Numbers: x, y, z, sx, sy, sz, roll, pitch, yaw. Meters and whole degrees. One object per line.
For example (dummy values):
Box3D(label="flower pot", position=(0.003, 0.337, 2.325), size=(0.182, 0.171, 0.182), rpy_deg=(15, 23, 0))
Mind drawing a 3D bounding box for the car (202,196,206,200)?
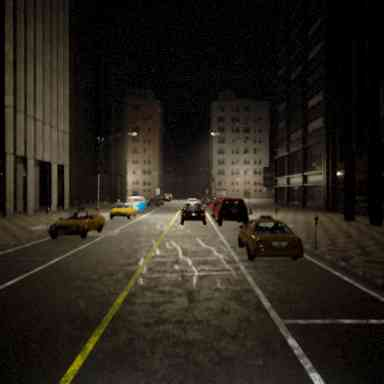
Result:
Box3D(label="car", position=(2.671, 1.573, 45.849), size=(2.008, 1.369, 4.403), rpy_deg=(0, 0, 0))

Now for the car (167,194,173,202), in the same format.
Box3D(label="car", position=(-5.852, 1.559, 74.072), size=(1.947, 1.339, 4.313), rpy_deg=(0, 0, 0))

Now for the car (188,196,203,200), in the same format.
Box3D(label="car", position=(0.104, 1.550, 43.009), size=(1.812, 1.442, 4.674), rpy_deg=(0, 0, 0))

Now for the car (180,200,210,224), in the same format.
Box3D(label="car", position=(0.101, 1.569, 25.114), size=(2.033, 1.411, 5.357), rpy_deg=(0, 0, 0))

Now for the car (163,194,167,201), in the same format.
Box3D(label="car", position=(-5.854, 1.453, 57.153), size=(1.967, 1.590, 4.097), rpy_deg=(0, 0, 0))

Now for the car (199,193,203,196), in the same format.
Box3D(label="car", position=(2.672, 1.452, 57.127), size=(1.967, 1.590, 4.097), rpy_deg=(0, 0, 0))

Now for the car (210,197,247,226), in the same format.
Box3D(label="car", position=(2.668, 1.335, 23.290), size=(2.192, 1.841, 5.009), rpy_deg=(0, 0, 0))

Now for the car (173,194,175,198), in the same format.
Box3D(label="car", position=(-5.852, 1.302, 79.712), size=(2.192, 1.841, 5.009), rpy_deg=(0, 0, 0))

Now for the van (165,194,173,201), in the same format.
Box3D(label="van", position=(-5.851, 1.320, 85.353), size=(1.690, 1.788, 3.998), rpy_deg=(0, 0, 0))

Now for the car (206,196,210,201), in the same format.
Box3D(label="car", position=(2.668, 1.338, 28.930), size=(2.192, 1.841, 5.009), rpy_deg=(0, 0, 0))

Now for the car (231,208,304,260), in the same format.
Box3D(label="car", position=(2.668, 1.534, 12.221), size=(1.752, 1.417, 4.829), rpy_deg=(0, 0, 1))

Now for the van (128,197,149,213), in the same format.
Box3D(label="van", position=(-5.857, 1.367, 34.593), size=(1.690, 1.788, 3.998), rpy_deg=(0, 0, 0))

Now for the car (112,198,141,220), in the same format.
Box3D(label="car", position=(-5.858, 1.549, 28.781), size=(1.752, 1.417, 4.829), rpy_deg=(0, 0, 0))

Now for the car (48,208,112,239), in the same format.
Box3D(label="car", position=(-5.865, 1.539, 17.468), size=(1.752, 1.417, 4.829), rpy_deg=(0, 0, 1))

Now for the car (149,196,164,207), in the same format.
Box3D(label="car", position=(-5.854, 1.600, 51.512), size=(1.802, 1.307, 4.206), rpy_deg=(0, 0, 0))

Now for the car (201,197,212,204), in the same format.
Box3D(label="car", position=(2.673, 1.588, 62.767), size=(1.802, 1.307, 4.206), rpy_deg=(0, 0, 0))
